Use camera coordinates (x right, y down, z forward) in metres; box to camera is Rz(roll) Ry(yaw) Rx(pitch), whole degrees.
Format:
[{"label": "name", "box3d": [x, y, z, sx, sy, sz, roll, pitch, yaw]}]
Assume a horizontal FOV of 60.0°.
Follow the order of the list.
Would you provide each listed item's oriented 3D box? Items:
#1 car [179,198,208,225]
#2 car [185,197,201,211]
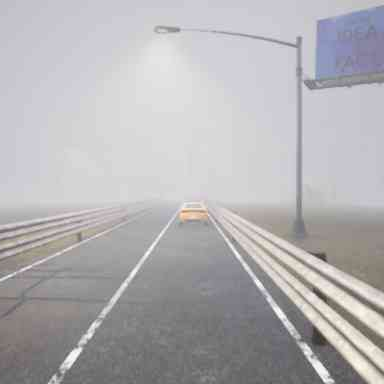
[{"label": "car", "box3d": [0.107, 1.470, 24.134, 1.882, 1.535, 5.008, 0, 0, 0]}, {"label": "car", "box3d": [0.111, 1.464, 42.478, 1.882, 1.535, 5.008, 0, 0, 0]}]
